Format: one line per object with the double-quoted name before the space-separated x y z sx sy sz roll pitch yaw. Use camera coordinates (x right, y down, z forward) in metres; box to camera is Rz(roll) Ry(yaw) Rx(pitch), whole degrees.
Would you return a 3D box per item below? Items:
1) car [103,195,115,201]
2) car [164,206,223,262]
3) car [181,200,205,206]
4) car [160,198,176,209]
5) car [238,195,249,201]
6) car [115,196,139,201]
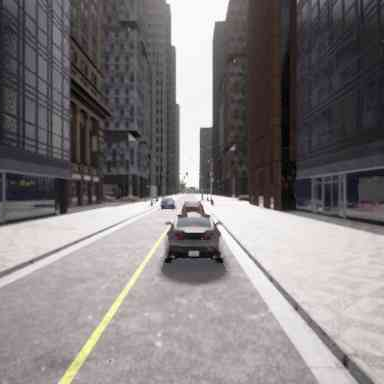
"car" -20.630 1.502 79.170 4.829 1.417 1.752 0 0 0
"car" 0.069 1.497 11.970 1.837 1.490 4.892 0 0 0
"car" 0.074 1.452 28.447 1.882 1.535 5.008 0 0 0
"car" -3.097 1.482 43.679 1.812 1.442 4.674 0 0 0
"car" 11.885 1.315 70.452 4.097 1.590 1.967 0 0 0
"car" -15.028 1.487 79.137 4.829 1.417 1.752 0 0 0
